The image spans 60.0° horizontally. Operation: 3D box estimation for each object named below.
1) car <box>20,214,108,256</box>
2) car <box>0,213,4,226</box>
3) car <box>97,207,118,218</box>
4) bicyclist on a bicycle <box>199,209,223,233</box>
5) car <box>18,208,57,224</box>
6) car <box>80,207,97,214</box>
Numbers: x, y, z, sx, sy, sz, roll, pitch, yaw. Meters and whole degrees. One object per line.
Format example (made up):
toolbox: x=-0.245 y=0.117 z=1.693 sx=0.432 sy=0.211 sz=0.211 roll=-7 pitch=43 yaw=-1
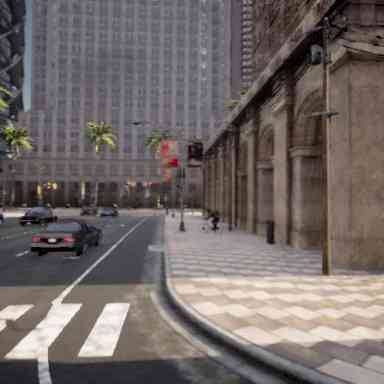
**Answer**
car: x=-5.449 y=1.948 z=15.025 sx=2.033 sy=1.411 sz=5.357 roll=1 pitch=-2 yaw=-4
car: x=-17.166 y=2.127 z=26.931 sx=1.882 sy=1.535 sz=5.008 roll=1 pitch=-2 yaw=-5
car: x=-11.563 y=2.834 z=46.622 sx=1.994 sy=1.385 sz=4.181 roll=1 pitch=-2 yaw=-4
bicyclist on a bicycle: x=1.272 y=1.965 z=22.129 sx=1.656 sy=1.620 sz=0.582 roll=0 pitch=-2 yaw=-5
car: x=-13.926 y=2.373 z=30.222 sx=1.895 sy=1.301 sz=4.718 roll=1 pitch=-2 yaw=-5
car: x=-15.397 y=2.905 z=49.863 sx=1.994 sy=1.385 sz=4.181 roll=1 pitch=-2 yaw=-5
